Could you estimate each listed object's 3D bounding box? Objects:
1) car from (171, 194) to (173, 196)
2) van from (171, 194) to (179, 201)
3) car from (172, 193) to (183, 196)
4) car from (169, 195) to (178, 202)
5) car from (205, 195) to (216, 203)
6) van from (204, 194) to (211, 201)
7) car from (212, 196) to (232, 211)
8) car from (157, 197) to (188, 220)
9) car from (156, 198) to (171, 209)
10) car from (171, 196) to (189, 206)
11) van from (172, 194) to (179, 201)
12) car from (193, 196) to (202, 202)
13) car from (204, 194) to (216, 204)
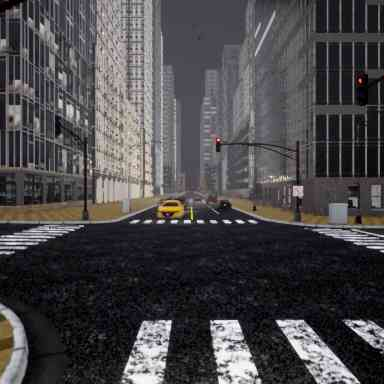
[{"bbox_3d":[-4.073,1.564,63.901,1.947,1.339,4.313,0,0,0],"label":"car"},{"bbox_3d":[-4.137,1.321,80.484,1.690,1.788,3.998,0,0,0],"label":"van"},{"bbox_3d":[-1.555,1.359,53.017,2.097,1.767,4.553,0,0,0],"label":"car"},{"bbox_3d":[-4.116,1.426,74.957,1.967,1.590,4.097,0,0,0],"label":"car"},{"bbox_3d":[3.786,1.432,69.460,1.967,1.590,4.097,0,0,0],"label":"car"},{"bbox_3d":[3.743,1.321,80.515,1.690,1.788,3.998,0,0,0],"label":"van"},{"bbox_3d":[3.942,1.579,41.823,1.947,1.339,4.313,0,0,0],"label":"car"},{"bbox_3d":[-1.726,1.497,28.588,1.882,1.535,5.008,0,0,4],"label":"car"},{"bbox_3d":[-4.009,1.593,47.319,1.802,1.307,4.206,0,0,0],"label":"car"},{"bbox_3d":[-1.514,1.539,41.526,1.812,1.442,4.674,0,0,0],"label":"car"},{"bbox_3d":[-4.158,1.315,86.012,1.690,1.788,3.998,0,0,0],"label":"van"},{"bbox_3d":[1.219,1.529,72.936,2.033,1.411,5.357,0,0,0],"label":"car"},{"bbox_3d":[3.807,1.313,63.931,2.192,1.841,5.009,0,0,0],"label":"car"}]
